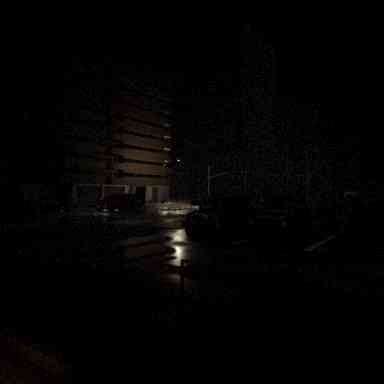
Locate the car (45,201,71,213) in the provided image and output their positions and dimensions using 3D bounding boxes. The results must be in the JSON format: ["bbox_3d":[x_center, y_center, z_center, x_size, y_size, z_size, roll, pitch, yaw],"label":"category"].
[{"bbox_3d":[-15.364,1.601,35.121,1.895,1.301,4.718,0,0,34],"label":"car"}]

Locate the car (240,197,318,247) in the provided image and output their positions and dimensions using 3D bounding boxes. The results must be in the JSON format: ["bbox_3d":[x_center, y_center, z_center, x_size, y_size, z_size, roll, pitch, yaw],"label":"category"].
[{"bbox_3d":[3.874,1.156,14.361,1.905,1.878,3.866,0,0,34],"label":"car"}]

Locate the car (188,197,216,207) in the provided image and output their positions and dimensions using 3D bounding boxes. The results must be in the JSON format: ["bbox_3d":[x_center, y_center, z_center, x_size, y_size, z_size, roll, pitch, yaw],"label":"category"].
[{"bbox_3d":[1.752,1.548,54.196,2.033,1.411,5.357,0,0,34],"label":"car"}]

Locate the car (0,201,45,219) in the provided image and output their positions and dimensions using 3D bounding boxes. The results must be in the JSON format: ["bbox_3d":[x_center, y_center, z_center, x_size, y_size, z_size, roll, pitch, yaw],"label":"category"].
[{"bbox_3d":[-15.447,1.564,28.718,1.994,1.385,4.181,0,0,34],"label":"car"}]

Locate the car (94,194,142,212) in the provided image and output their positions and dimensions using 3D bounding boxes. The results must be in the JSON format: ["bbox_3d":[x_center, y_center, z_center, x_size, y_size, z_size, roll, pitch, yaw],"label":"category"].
[{"bbox_3d":[-8.757,1.222,38.696,2.150,2.045,5.566,0,0,33],"label":"car"}]

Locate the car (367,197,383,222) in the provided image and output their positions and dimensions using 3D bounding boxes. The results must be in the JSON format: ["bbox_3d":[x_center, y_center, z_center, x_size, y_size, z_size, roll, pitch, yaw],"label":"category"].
[{"bbox_3d":[15.898,1.395,27.316,1.970,1.475,3.806,0,0,34],"label":"car"}]

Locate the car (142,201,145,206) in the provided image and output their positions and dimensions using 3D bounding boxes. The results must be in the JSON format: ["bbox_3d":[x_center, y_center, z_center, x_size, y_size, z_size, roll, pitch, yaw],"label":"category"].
[{"bbox_3d":[-8.731,1.547,44.997,2.033,1.411,5.357,0,0,34],"label":"car"}]

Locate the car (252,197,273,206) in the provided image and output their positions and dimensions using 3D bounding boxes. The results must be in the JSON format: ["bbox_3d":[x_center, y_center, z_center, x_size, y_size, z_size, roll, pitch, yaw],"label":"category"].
[{"bbox_3d":[12.051,1.526,56.779,1.812,1.442,4.674,0,0,34],"label":"car"}]

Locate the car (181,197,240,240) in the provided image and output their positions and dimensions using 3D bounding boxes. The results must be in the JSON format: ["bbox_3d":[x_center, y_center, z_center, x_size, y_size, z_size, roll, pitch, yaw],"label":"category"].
[{"bbox_3d":[1.507,1.153,16.027,1.932,1.855,4.605,0,0,34],"label":"car"}]
